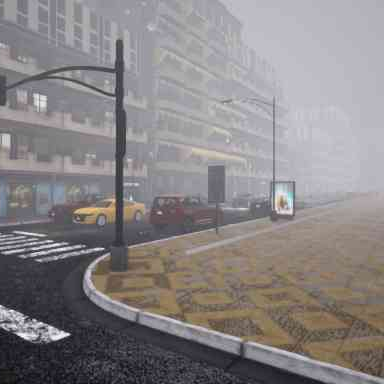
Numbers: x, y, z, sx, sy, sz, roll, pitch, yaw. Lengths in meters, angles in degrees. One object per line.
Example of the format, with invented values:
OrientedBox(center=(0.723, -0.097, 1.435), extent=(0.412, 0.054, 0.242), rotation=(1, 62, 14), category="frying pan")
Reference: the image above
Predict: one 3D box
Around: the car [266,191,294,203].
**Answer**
OrientedBox(center=(12.084, 0.631, 45.338), extent=(2.128, 1.511, 4.902), rotation=(0, 1, 35), category="car")

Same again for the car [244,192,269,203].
OrientedBox(center=(8.792, 0.754, 45.214), extent=(1.802, 1.307, 4.206), rotation=(2, 2, 35), category="car")

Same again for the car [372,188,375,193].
OrientedBox(center=(37.928, -0.012, 72.314), extent=(1.887, 1.381, 4.507), rotation=(1, 2, 35), category="car")

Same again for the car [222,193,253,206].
OrientedBox(center=(5.619, 0.828, 40.667), extent=(2.008, 1.369, 4.403), rotation=(2, 2, 35), category="car")

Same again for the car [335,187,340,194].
OrientedBox(center=(34.188, -0.240, 81.593), extent=(1.967, 1.590, 4.097), rotation=(2, 2, 35), category="car")

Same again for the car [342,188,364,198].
OrientedBox(center=(28.403, 0.308, 58.668), extent=(1.887, 1.381, 4.507), rotation=(1, 2, 35), category="car")

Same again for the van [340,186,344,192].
OrientedBox(center=(37.362, -0.447, 86.137), extent=(1.690, 1.788, 3.998), rotation=(2, 2, 35), category="van")

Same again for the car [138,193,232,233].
OrientedBox(center=(-0.170, 1.025, 17.723), extent=(2.192, 1.841, 5.009), rotation=(1, 2, 35), category="car")

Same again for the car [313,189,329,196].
OrientedBox(center=(27.838, -0.025, 72.497), extent=(1.967, 1.590, 4.097), rotation=(2, 2, 35), category="car")

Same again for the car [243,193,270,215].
OrientedBox(center=(6.178, 1.069, 26.827), extent=(1.947, 1.339, 4.313), rotation=(1, 2, 35), category="car")

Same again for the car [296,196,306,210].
OrientedBox(center=(9.353, 0.964, 31.376), extent=(1.947, 1.339, 4.313), rotation=(1, 2, 35), category="car")

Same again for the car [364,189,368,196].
OrientedBox(center=(31.578, 0.097, 63.213), extent=(1.967, 1.590, 4.097), rotation=(1, 2, 35), category="car")

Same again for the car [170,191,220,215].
OrientedBox(center=(0.340, 0.878, 28.601), extent=(2.097, 1.767, 4.553), rotation=(0, 1, 35), category="car")

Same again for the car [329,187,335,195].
OrientedBox(center=(31.012, -0.028, 77.048), extent=(1.887, 1.381, 4.507), rotation=(2, 2, 35), category="car")

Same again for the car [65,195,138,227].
OrientedBox(center=(-5.045, 1.180, 20.880), extent=(1.882, 1.535, 5.008), rotation=(0, 1, 34), category="car")

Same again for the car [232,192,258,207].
OrientedBox(center=(6.080, 0.842, 36.812), extent=(1.837, 1.490, 4.892), rotation=(0, 1, 35), category="car")

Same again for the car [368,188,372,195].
OrientedBox(center=(34.753, 0.095, 67.765), extent=(1.887, 1.381, 4.507), rotation=(1, 2, 35), category="car")

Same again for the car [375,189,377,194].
OrientedBox(center=(44.277, -0.221, 81.411), extent=(2.008, 1.369, 4.403), rotation=(1, 2, 35), category="car")

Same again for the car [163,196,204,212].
OrientedBox(center=(-0.729, 1.069, 31.572), extent=(1.802, 1.307, 4.206), rotation=(2, 2, 35), category="car")

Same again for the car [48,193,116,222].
OrientedBox(center=(-7.076, 1.009, 22.469), extent=(2.192, 1.841, 5.009), rotation=(1, 2, 35), category="car")
